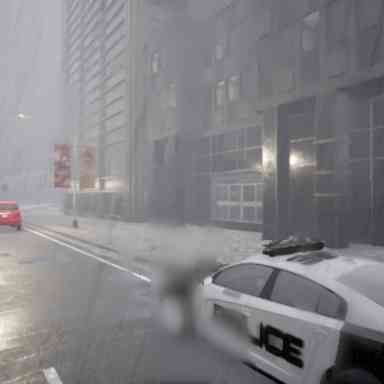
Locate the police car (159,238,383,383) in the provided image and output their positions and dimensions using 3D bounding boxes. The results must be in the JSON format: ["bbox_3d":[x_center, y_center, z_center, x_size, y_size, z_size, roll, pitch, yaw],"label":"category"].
[{"bbox_3d":[1.289,1.491,4.647,1.930,1.638,5.238,1,-1,-35],"label":"police car"}]

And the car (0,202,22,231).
[{"bbox_3d":[-13.961,1.734,24.373,2.150,2.045,5.566,1,-1,-35],"label":"car"}]
